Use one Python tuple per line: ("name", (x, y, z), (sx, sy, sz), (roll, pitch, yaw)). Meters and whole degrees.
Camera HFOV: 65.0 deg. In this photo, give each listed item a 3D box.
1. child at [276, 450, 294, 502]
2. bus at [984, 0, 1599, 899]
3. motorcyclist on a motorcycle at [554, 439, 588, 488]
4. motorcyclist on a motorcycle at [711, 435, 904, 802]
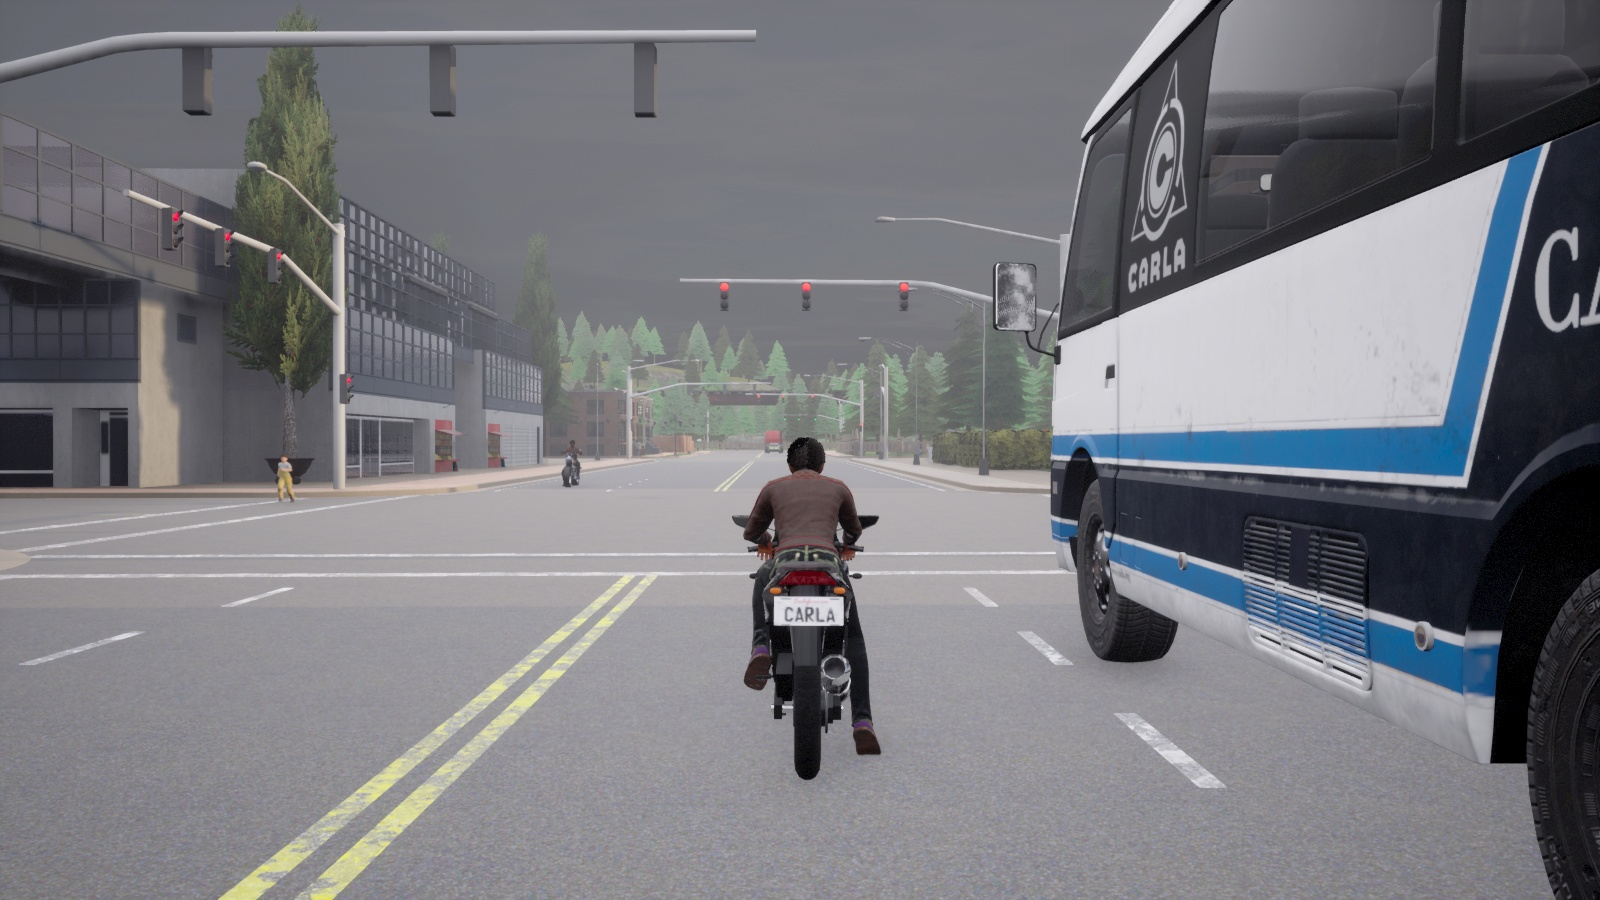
("child", (-12.608, 0.630, 30.733), (0.270, 1.263, 0.437), (0, 0, -3))
("bus", (3.533, -0.659, 5.564), (3.944, 4.253, 10.273), (0, 0, 0))
("motorcyclist on a motorcycle", (-7.852, 0.447, 43.159), (0.766, 1.649, 2.350), (0, 0, -1))
("motorcyclist on a motorcycle", (0.030, 0.693, 6.236), (0.797, 1.523, 2.044), (0, 0, 0))
